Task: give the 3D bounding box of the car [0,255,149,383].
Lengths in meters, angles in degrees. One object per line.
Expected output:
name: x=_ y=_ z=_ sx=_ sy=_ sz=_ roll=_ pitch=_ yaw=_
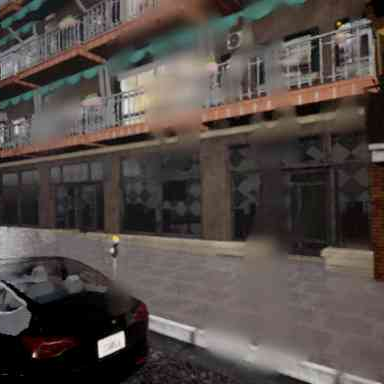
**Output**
car: x=-2.492 y=1.538 z=4.524 sx=4.313 sy=1.339 sz=1.947 roll=0 pitch=-2 yaw=36
